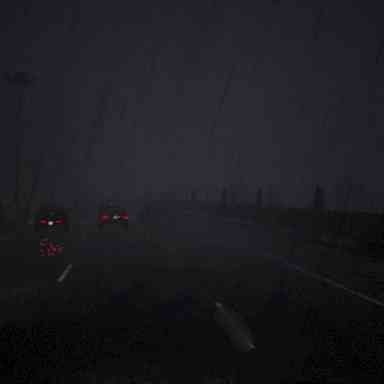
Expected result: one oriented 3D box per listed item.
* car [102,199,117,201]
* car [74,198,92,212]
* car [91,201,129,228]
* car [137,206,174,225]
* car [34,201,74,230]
[{"bbox_3d":[-10.378,1.584,41.404,1.837,1.490,4.892,2,-1,-30],"label":"car"},{"bbox_3d":[-12.660,1.493,38.300,2.128,1.511,4.902,2,-1,-29],"label":"car"},{"bbox_3d":[-5.481,1.596,22.592,2.033,1.411,5.357,2,-1,-19],"label":"car"},{"bbox_3d":[-2.923,1.736,25.588,1.895,1.301,4.718,2,0,-21],"label":"car"},{"bbox_3d":[-8.579,1.465,20.694,1.837,1.490,4.892,2,-1,-19],"label":"car"}]
